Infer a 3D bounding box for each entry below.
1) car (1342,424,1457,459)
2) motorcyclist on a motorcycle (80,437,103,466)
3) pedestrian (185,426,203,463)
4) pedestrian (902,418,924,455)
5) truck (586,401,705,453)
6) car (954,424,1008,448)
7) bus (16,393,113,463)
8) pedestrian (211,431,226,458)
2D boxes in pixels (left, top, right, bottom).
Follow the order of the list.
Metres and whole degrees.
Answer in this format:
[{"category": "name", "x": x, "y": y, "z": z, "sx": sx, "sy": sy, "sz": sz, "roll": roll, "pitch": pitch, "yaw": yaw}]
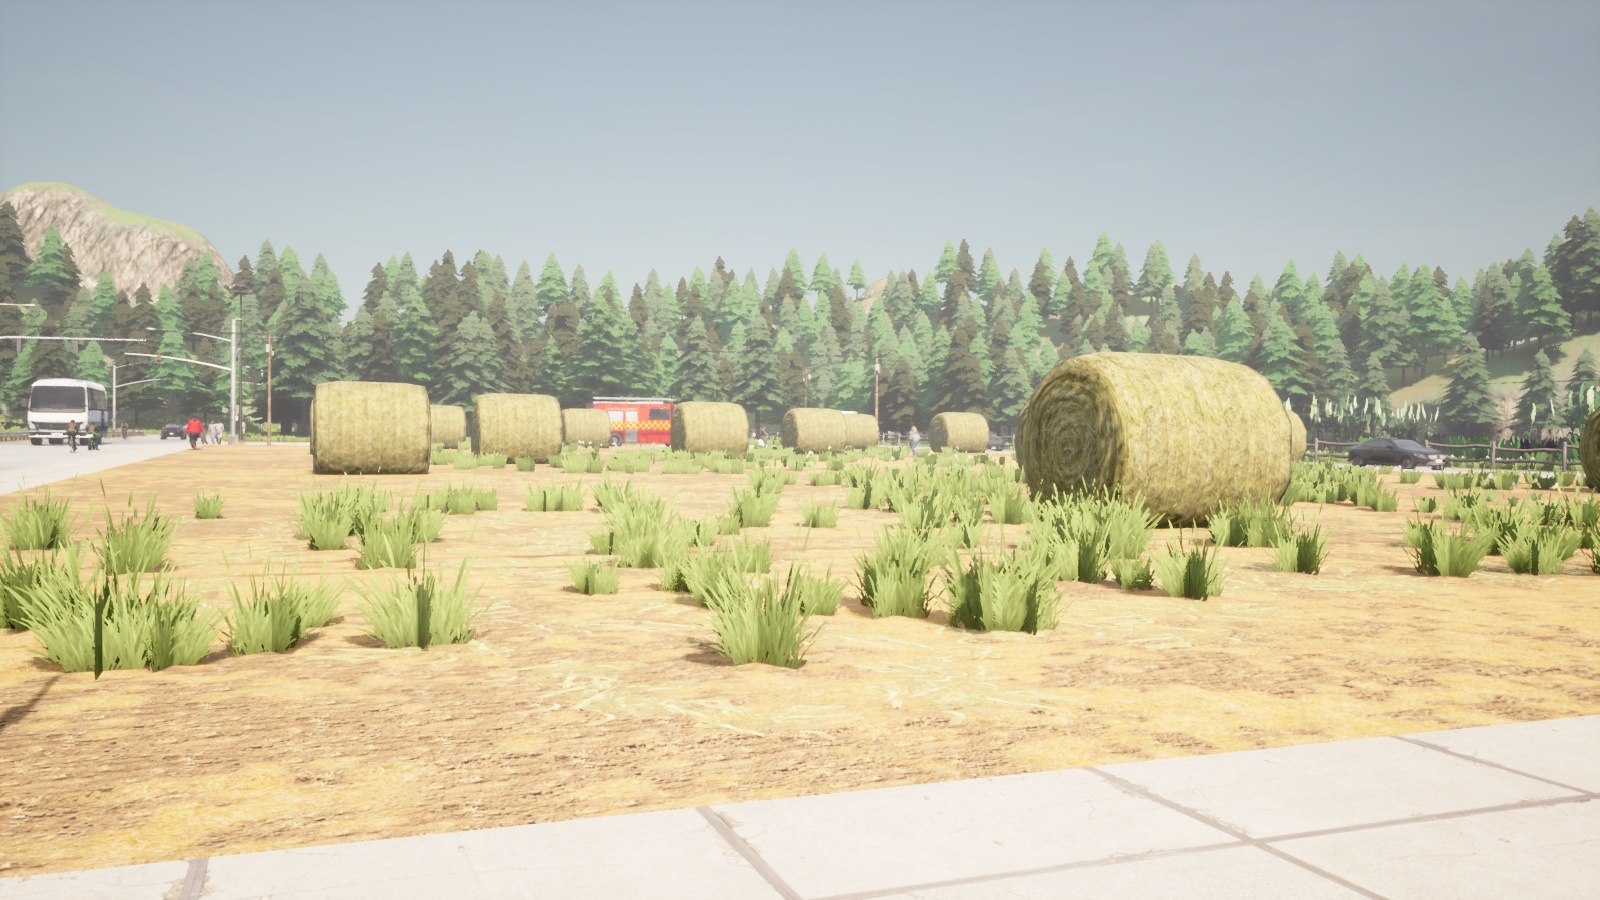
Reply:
[{"category": "car", "x": 26.163, "y": -0.389, "z": 55.009, "sx": 1.812, "sy": 1.442, "sz": 4.674, "roll": -1, "pitch": 1, "yaw": -18}, {"category": "motorcyclist on a motorcycle", "x": -37.795, "y": 0.067, "z": 67.029, "sx": 0.797, "sy": 1.523, "sz": 2.044, "roll": -1, "pitch": 1, "yaw": -22}, {"category": "pedestrian", "x": -30.722, "y": -0.276, "z": 63.678, "sx": 0.634, "sy": 1.844, "sz": 0.899, "roll": -1, "pitch": 1, "yaw": -36}, {"category": "pedestrian", "x": 5.735, "y": -0.675, "z": 63.586, "sx": 0.900, "sy": 1.855, "sz": 0.874, "roll": 0, "pitch": 1, "yaw": 22}, {"category": "truck", "x": -11.712, "y": -1.792, "z": 95.414, "sx": 8.468, "sy": 3.827, "sz": 2.891, "roll": -1, "pitch": 1, "yaw": -21}, {"category": "car", "x": 13.444, "y": -1.045, "z": 93.511, "sx": 2.097, "sy": 1.767, "sz": 4.553, "roll": -1, "pitch": 1, "yaw": -18}, {"category": "bus", "x": -47.384, "y": -1.404, "z": 81.284, "sx": 3.944, "sy": 4.253, "sz": 10.273, "roll": -1, "pitch": 1, "yaw": -22}, {"category": "pedestrian", "x": -39.633, "y": -0.374, "z": 85.637, "sx": 0.874, "sy": 1.855, "sz": 0.900, "roll": -1, "pitch": 1, "yaw": -23}]
